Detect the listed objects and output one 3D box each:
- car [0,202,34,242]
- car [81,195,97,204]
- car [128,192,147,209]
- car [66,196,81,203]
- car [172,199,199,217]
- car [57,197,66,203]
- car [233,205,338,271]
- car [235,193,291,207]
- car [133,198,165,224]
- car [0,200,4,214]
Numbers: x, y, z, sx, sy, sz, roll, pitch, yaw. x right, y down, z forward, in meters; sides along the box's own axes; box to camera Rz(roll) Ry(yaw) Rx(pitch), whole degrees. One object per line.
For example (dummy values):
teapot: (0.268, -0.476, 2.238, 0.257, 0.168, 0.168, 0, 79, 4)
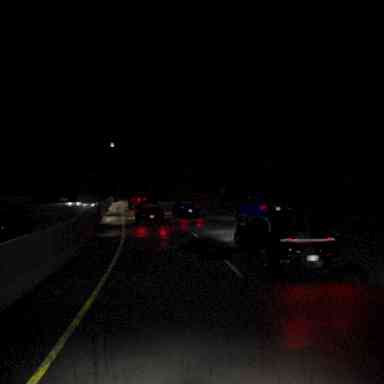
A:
car: (-8.673, 1.437, 15.145, 1.837, 1.490, 4.892, 0, 0, -10)
car: (-17.321, 1.223, 56.621, 1.812, 1.442, 4.674, 0, 0, -12)
car: (-6.583, 0.978, 40.498, 2.150, 2.045, 5.566, 0, 1, -12)
car: (-22.403, 1.414, 63.871, 1.895, 1.301, 4.718, 0, -1, -12)
car: (-0.603, 1.330, 29.142, 1.812, 1.442, 4.674, 0, 0, -12)
car: (-27.615, 1.717, 71.567, 1.812, 1.442, 4.674, 0, -2, -12)
car: (2.728, 1.410, 10.668, 2.128, 1.511, 4.902, 0, 0, -6)
car: (4.469, 1.052, 21.888, 2.150, 2.045, 5.566, 0, 0, -11)
car: (-3.032, 1.378, 23.596, 1.812, 1.442, 4.674, 0, 0, -11)
car: (-18.886, 1.442, 30.136, 1.994, 1.385, 4.181, 0, 0, -12)
